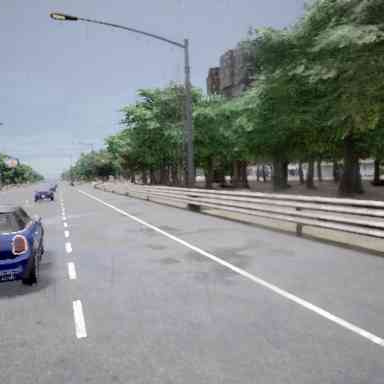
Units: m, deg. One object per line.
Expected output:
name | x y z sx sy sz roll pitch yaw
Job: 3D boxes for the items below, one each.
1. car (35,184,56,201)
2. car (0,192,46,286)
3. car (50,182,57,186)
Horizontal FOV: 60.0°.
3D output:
car | -16.686 0.227 37.559 1.812 1.442 4.674 -3 3 -22
car | -4.931 1.097 8.252 2.097 1.767 4.553 -3 3 -22
car | -27.552 -0.670 64.628 1.895 1.301 4.718 -3 3 -22
